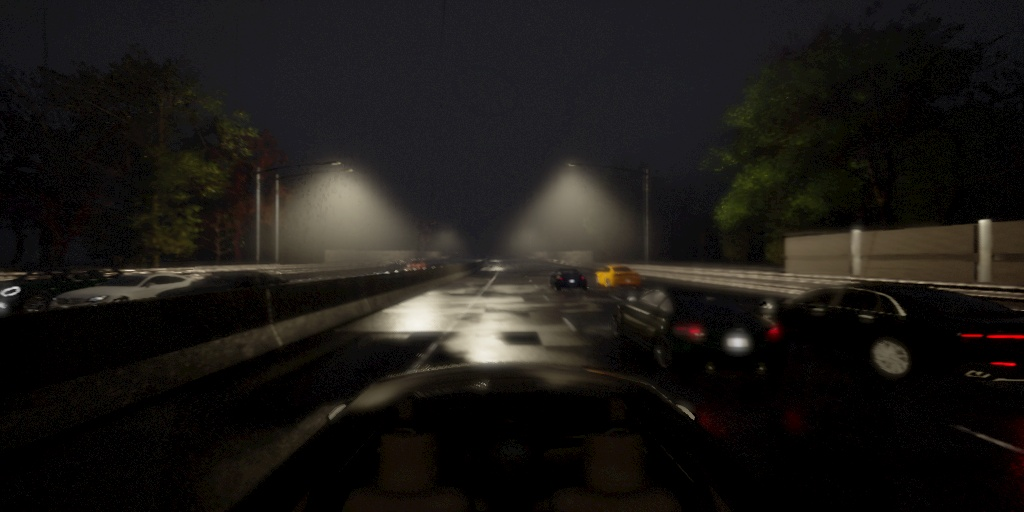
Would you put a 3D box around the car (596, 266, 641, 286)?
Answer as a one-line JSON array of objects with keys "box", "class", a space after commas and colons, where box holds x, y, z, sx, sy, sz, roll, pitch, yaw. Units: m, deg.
[{"box": [7.094, 1.408, 24.303, 1.882, 1.535, 5.008, 0, 0, 0], "class": "car"}]

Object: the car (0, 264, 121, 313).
[{"box": [-17.601, 1.202, 13.911, 2.097, 1.767, 4.553, 0, 0, 0], "class": "car"}]

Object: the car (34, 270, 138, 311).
[{"box": [-14.101, 1.373, 13.654, 1.812, 1.442, 4.674, 0, 0, 0], "class": "car"}]

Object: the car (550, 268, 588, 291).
[{"box": [3.595, 1.487, 23.301, 1.994, 1.385, 4.181, 0, 0, 0], "class": "car"}]

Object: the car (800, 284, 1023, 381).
[{"box": [7.099, 1.299, 7.255, 1.837, 1.490, 4.892, 0, 0, 0], "class": "car"}]

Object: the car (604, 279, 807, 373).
[{"box": [3.598, 1.362, 7.725, 1.994, 1.385, 4.181, 0, 0, 0], "class": "car"}]

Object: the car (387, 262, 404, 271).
[{"box": [-17.846, 1.667, 55.508, 1.994, 1.385, 4.181, 0, 0, 0], "class": "car"}]

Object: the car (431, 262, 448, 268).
[{"box": [-10.827, 1.596, 53.860, 2.128, 1.511, 4.902, 0, 0, 0], "class": "car"}]

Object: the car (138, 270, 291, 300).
[{"box": [-10.601, 1.325, 13.658, 1.882, 1.535, 5.008, 0, 0, 0], "class": "car"}]

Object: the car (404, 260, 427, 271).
[{"box": [-14.331, 1.456, 54.288, 2.097, 1.767, 4.553, 0, 0, 0], "class": "car"}]
